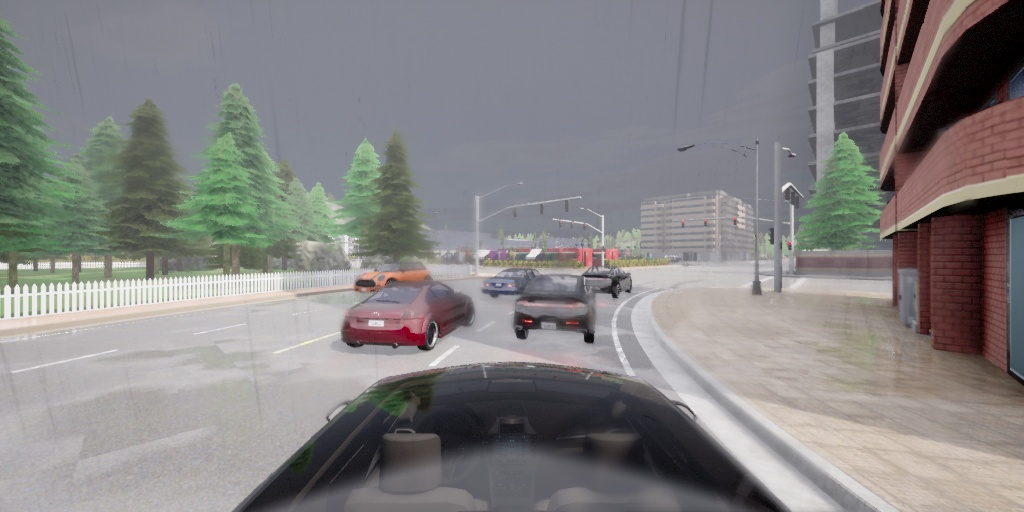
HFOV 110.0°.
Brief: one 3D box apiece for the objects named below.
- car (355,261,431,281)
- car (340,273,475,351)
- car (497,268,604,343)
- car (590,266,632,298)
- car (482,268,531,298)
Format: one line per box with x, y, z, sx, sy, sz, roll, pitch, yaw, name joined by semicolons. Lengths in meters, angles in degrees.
-6.487;1.101;19.938;2.097;1.767;4.553;0;0;24;car
-2.356;1.314;9.140;1.994;1.385;4.181;0;0;10;car
1.355;1.242;9.807;2.128;1.511;4.902;0;0;14;car
4.856;1.236;18.364;2.128;1.511;4.902;1;1;29;car
0.483;1.297;17.855;2.033;1.411;5.357;0;0;25;car
